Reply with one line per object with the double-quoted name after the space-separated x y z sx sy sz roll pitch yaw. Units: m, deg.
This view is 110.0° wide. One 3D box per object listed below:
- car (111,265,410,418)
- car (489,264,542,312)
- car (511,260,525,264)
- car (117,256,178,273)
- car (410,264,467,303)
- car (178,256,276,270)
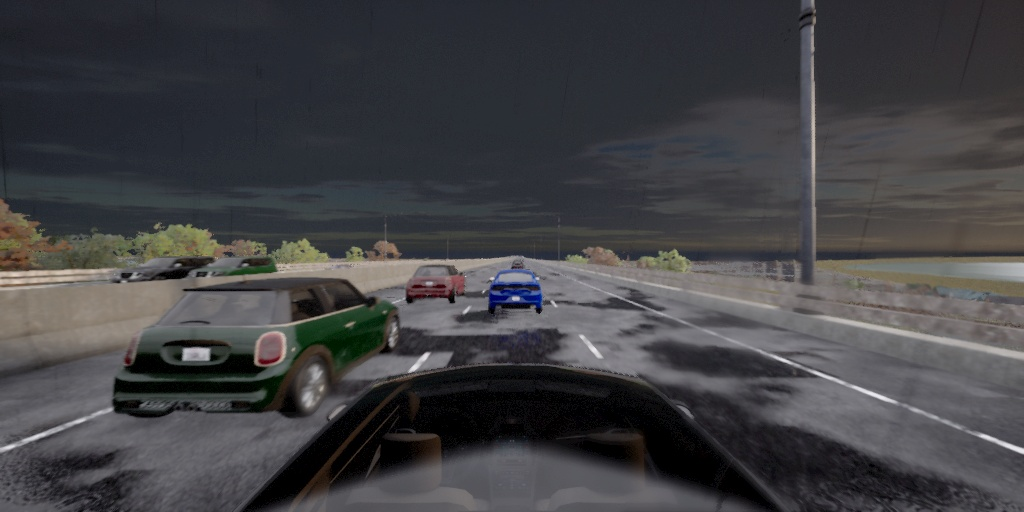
-3.498 1.117 6.105 2.097 1.767 4.553 0 0 0 "car"
0.126 1.277 14.451 1.882 1.535 5.008 0 0 0 "car"
0.857 1.486 55.313 1.837 1.490 4.892 0 0 1 "car"
-20.968 1.035 22.173 2.150 2.045 5.566 0 0 1 "car"
-3.434 1.159 17.073 2.097 1.767 4.553 0 0 1 "car"
-17.460 1.040 22.854 2.150 2.045 5.566 0 0 1 "car"
